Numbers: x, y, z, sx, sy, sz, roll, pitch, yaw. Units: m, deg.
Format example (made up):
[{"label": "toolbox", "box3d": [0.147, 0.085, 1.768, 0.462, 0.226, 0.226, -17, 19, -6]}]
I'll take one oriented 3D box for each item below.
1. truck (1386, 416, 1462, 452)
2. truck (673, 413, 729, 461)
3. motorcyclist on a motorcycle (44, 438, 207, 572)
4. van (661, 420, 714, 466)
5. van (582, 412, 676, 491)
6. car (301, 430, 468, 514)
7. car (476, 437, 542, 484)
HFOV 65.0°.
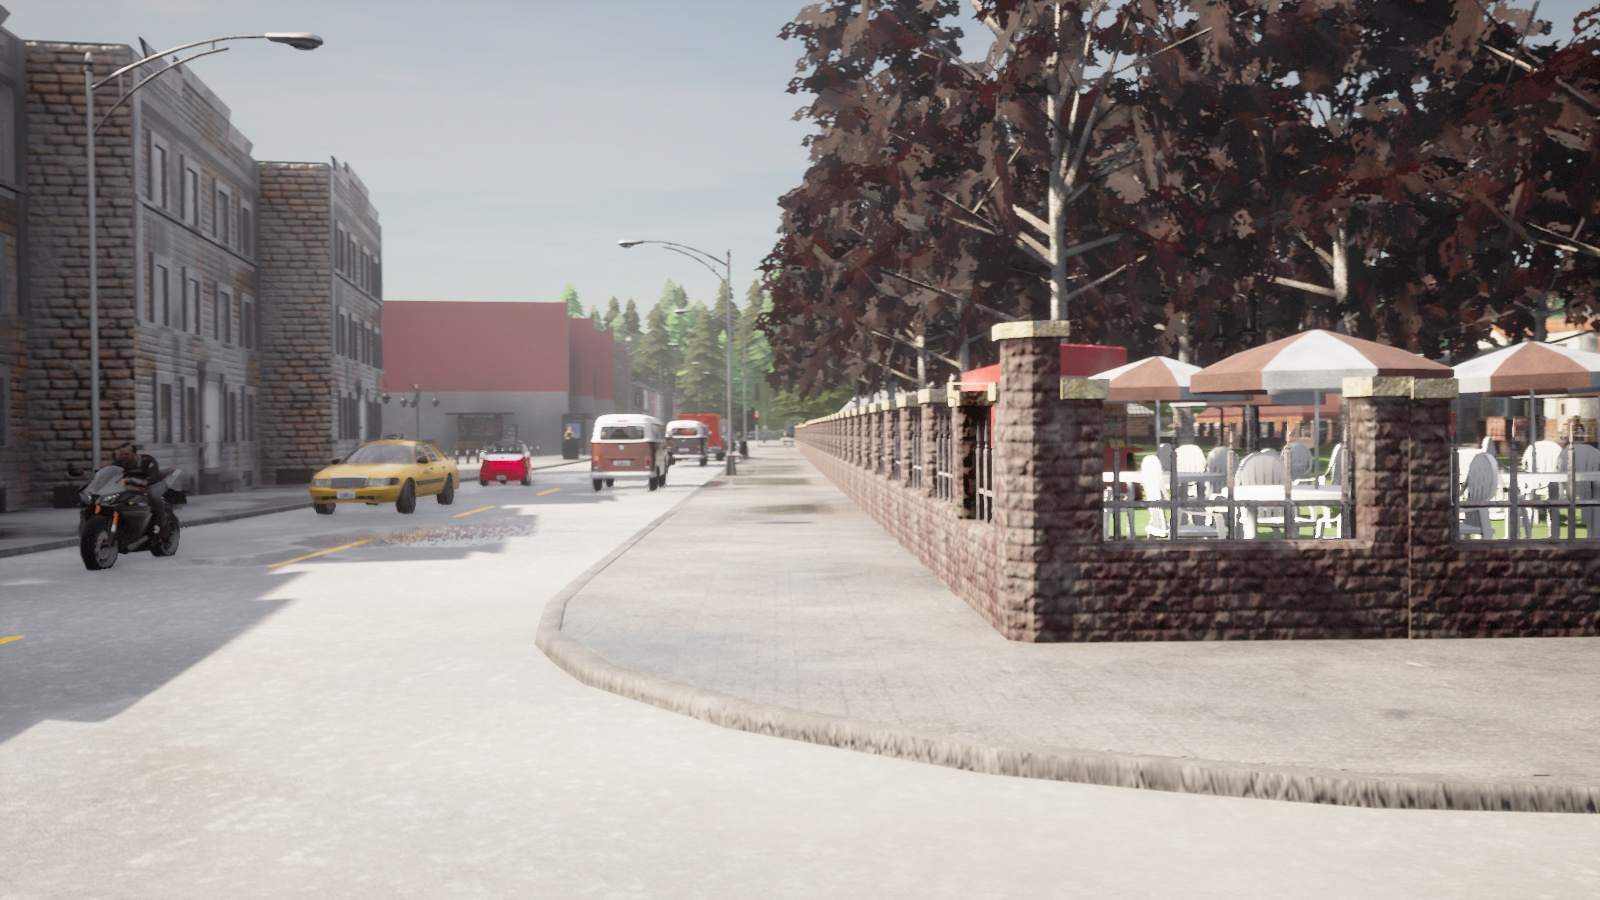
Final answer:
[{"label": "truck", "box3d": [43.696, -1.120, 88.073, 2.627, 2.467, 5.204, 0, 1, -1]}, {"label": "truck", "box3d": [-5.252, -0.719, 67.352, 2.627, 2.467, 5.204, 0, 1, -1]}, {"label": "motorcyclist on a motorcycle", "box3d": [-8.301, 0.628, 15.594, 0.866, 1.530, 2.191, 0, 1, -1]}, {"label": "van", "box3d": [-5.071, -0.347, 57.124, 2.069, 2.038, 4.480, 0, 1, -1]}, {"label": "van", "box3d": [-4.661, 0.004, 34.928, 2.069, 2.038, 4.480, 0, 1, -1]}, {"label": "car", "box3d": [-8.499, 0.364, 26.223, 1.801, 1.575, 5.366, 0, 1, -1]}, {"label": "car", "box3d": [-8.713, 0.298, 37.709, 1.481, 1.376, 2.207, 0, 1, -1]}]
